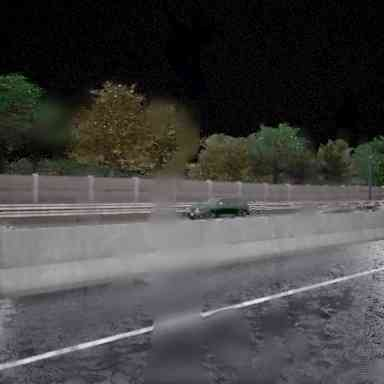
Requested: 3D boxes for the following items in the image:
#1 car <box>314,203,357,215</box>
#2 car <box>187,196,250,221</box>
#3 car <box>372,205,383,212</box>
[{"bbox_3d":[13.227,1.740,30.610,4.902,1.511,2.128,1,0,-35],"label":"car"},{"bbox_3d":[2.271,1.378,27.101,5.566,2.045,2.150,1,0,-35],"label":"car"},{"bbox_3d":[17.682,1.798,29.486,4.674,1.442,1.812,1,0,-35],"label":"car"}]
